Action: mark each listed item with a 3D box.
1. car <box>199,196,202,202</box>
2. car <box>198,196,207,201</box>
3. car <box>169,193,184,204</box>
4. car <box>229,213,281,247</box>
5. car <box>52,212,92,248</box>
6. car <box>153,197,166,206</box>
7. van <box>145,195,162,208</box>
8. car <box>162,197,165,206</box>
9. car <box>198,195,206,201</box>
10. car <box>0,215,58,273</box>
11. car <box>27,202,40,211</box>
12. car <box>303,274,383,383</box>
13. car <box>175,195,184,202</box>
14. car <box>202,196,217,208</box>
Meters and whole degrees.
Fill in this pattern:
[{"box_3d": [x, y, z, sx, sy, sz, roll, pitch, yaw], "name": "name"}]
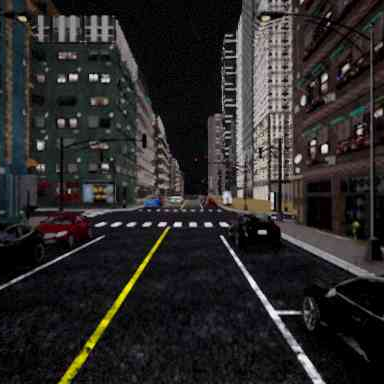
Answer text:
[{"box_3d": [2.697, 1.485, 58.268, 1.967, 1.590, 4.097, 0, 0, 0], "name": "car"}, {"box_3d": [2.695, 1.633, 85.906, 2.008, 1.369, 4.403, 0, 0, 0], "name": "car"}, {"box_3d": [-3.011, 1.272, 64.528, 2.150, 2.045, 5.566, 0, 0, 0], "name": "car"}, {"box_3d": [2.697, 1.573, 14.807, 1.947, 1.339, 4.313, 0, 0, 0], "name": "car"}, {"box_3d": [-5.684, 1.589, 14.818, 1.802, 1.307, 4.206, 0, 0, 0], "name": "car"}, {"box_3d": [-5.685, 1.590, 58.269, 1.887, 1.381, 4.507, 0, 0, 0], "name": "car"}, {"box_3d": [-5.683, 1.374, 47.213, 1.690, 1.788, 3.998, 0, 0, 0], "name": "van"}, {"box_3d": [-5.683, 1.354, 52.741, 2.192, 1.841, 5.009, 0, 0, 0], "name": "car"}, {"box_3d": [2.695, 1.636, 91.434, 1.887, 1.381, 4.507, 0, 0, 0], "name": "car"}, {"box_3d": [-5.684, 1.570, 9.295, 1.947, 1.339, 4.313, 0, 0, 0], "name": "car"}, {"box_3d": [-18.784, 1.371, 36.054, 4.313, 1.339, 1.947, 1, -1, 0], "name": "car"}, {"box_3d": [2.698, 1.568, 3.760, 1.947, 1.339, 4.313, 0, 0, 0], "name": "car"}, {"box_3d": [-3.000, 1.571, 80.088, 1.812, 1.442, 4.674, 0, 0, 0], "name": "car"}, {"box_3d": [2.696, 1.615, 47.212, 1.802, 1.307, 4.206, 0, 0, 0], "name": "car"}]
